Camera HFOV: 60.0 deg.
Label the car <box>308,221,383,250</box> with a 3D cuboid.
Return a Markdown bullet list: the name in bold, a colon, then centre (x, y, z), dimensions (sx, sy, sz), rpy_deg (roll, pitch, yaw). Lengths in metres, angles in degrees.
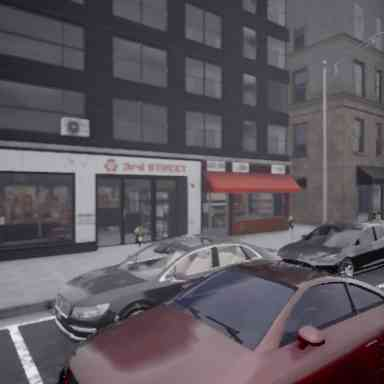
- **car**: centre (4.265, 1.524, 9.228), dimensions (4.313, 1.339, 1.947), rpy_deg (0, 0, -35)

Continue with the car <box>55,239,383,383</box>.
- **car**: centre (0.790, 1.551, 3.634), dimensions (4.181, 1.385, 1.994), rpy_deg (0, 0, -35)

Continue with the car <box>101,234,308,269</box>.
- **car**: centre (-0.139, 1.535, 6.087), dimensions (4.403, 1.369, 2.008), rpy_deg (0, 0, -35)
